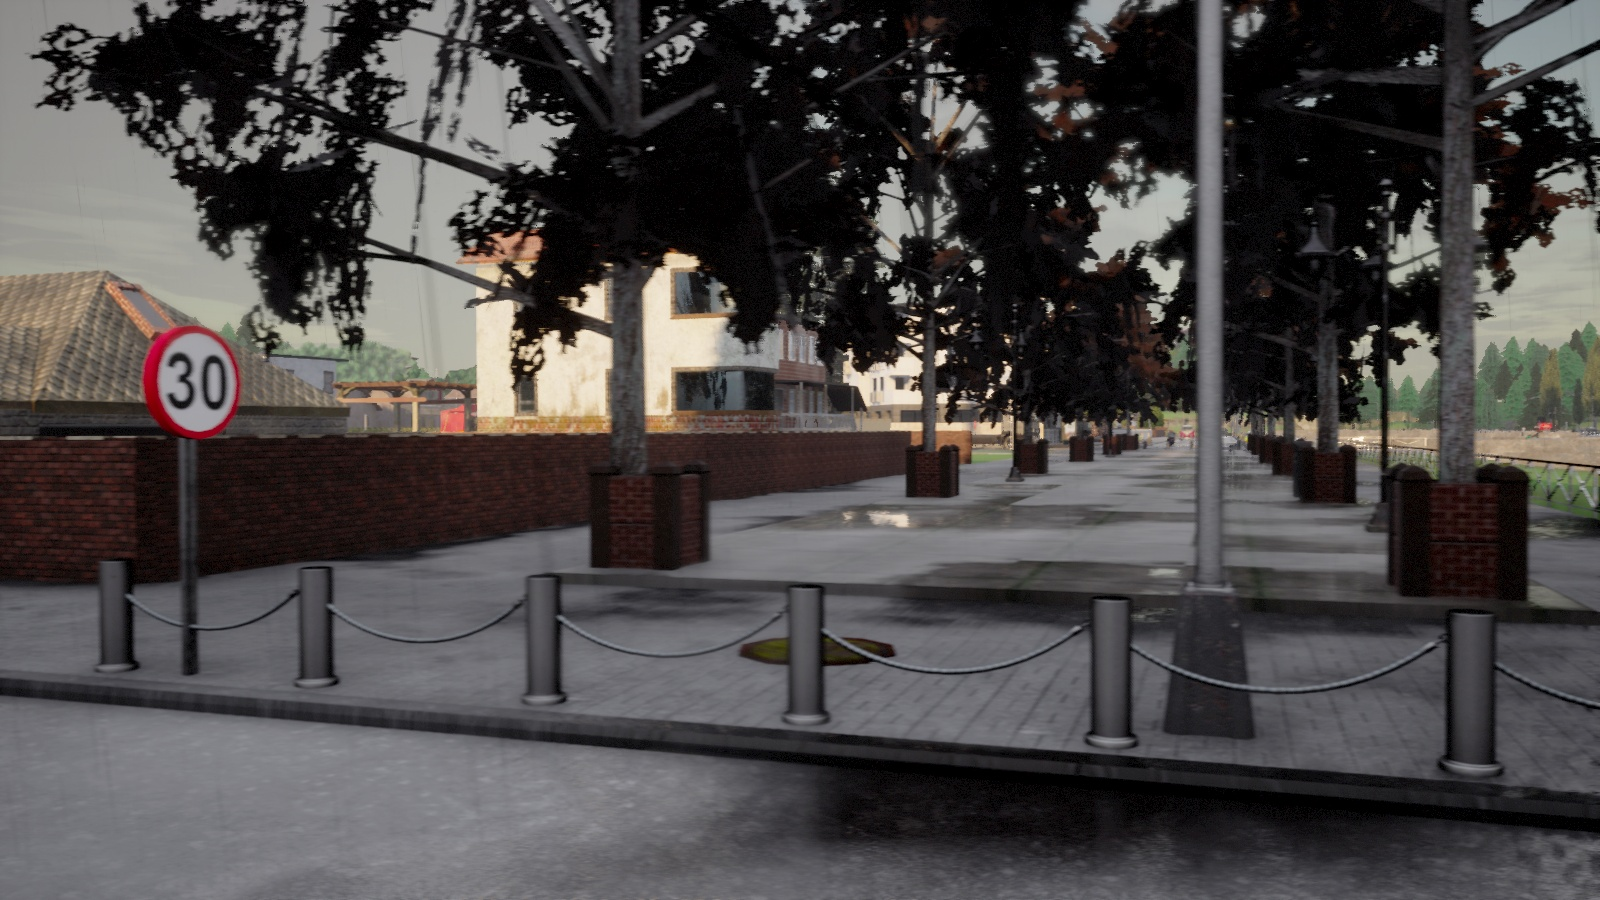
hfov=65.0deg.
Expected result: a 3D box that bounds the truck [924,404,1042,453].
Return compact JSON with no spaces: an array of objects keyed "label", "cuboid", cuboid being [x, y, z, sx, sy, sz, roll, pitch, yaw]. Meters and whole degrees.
[{"label":"truck","cuboid":[13.198,-1.555,90.483,7.936,3.462,2.891,1,1,20]}]
